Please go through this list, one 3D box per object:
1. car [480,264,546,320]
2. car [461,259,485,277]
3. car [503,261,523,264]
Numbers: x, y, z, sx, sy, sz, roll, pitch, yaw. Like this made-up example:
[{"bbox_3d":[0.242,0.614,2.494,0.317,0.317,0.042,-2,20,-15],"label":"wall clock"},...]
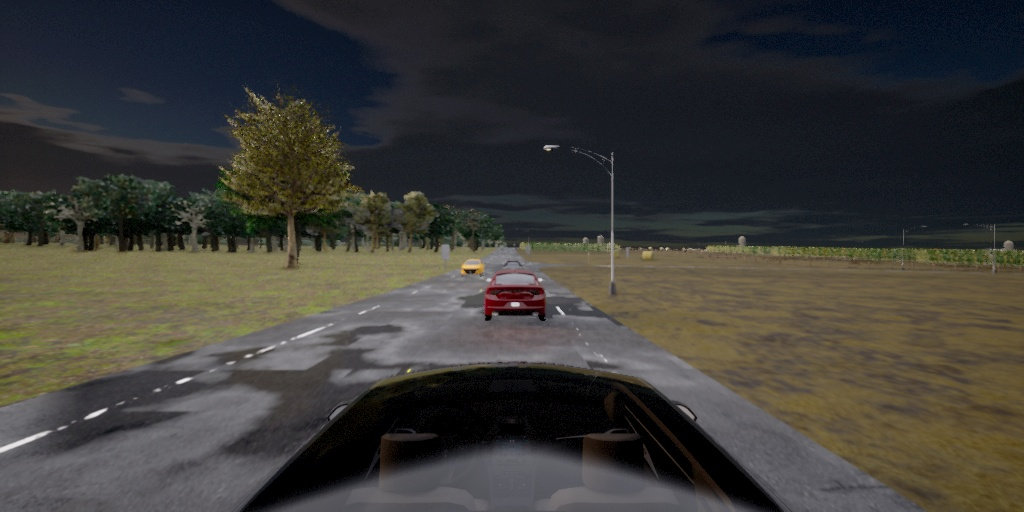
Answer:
[{"bbox_3d":[0.095,1.218,12.675,1.882,1.535,5.008,0,0,0],"label":"car"},{"bbox_3d":[-3.588,1.057,33.419,1.882,1.535,5.008,0,1,0],"label":"car"},{"bbox_3d":[0.088,1.143,33.502,1.994,1.385,4.181,0,1,0],"label":"car"}]
